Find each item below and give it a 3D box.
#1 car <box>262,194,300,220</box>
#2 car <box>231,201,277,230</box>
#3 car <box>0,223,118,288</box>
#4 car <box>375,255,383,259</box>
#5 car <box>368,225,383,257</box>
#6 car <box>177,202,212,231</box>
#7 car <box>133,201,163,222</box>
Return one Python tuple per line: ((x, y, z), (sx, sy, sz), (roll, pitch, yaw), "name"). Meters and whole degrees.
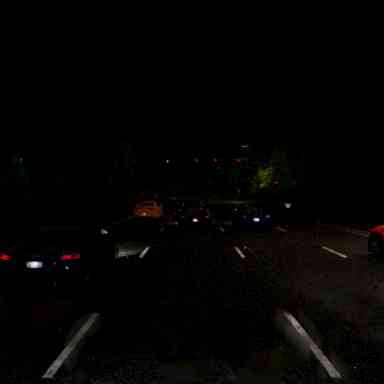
((7.106, 1.153, 27.267), (2.150, 2.045, 5.566), (0, 0, 0), "car")
((3.603, 1.512, 20.543), (1.994, 1.385, 4.181), (0, 0, 0), "car")
((-3.399, 1.540, 9.195), (1.994, 1.385, 4.181), (0, 0, 0), "car")
((3.600, 1.595, 2.407), (1.895, 1.301, 4.718), (0, 0, 0), "car")
((7.103, 1.328, 9.586), (2.097, 1.767, 4.553), (0, 0, 0), "car")
((0.123, 1.513, 20.295), (1.994, 1.385, 4.181), (0, 0, -2), "car")
((-3.395, 1.413, 26.074), (1.882, 1.535, 5.008), (0, 0, 0), "car")
